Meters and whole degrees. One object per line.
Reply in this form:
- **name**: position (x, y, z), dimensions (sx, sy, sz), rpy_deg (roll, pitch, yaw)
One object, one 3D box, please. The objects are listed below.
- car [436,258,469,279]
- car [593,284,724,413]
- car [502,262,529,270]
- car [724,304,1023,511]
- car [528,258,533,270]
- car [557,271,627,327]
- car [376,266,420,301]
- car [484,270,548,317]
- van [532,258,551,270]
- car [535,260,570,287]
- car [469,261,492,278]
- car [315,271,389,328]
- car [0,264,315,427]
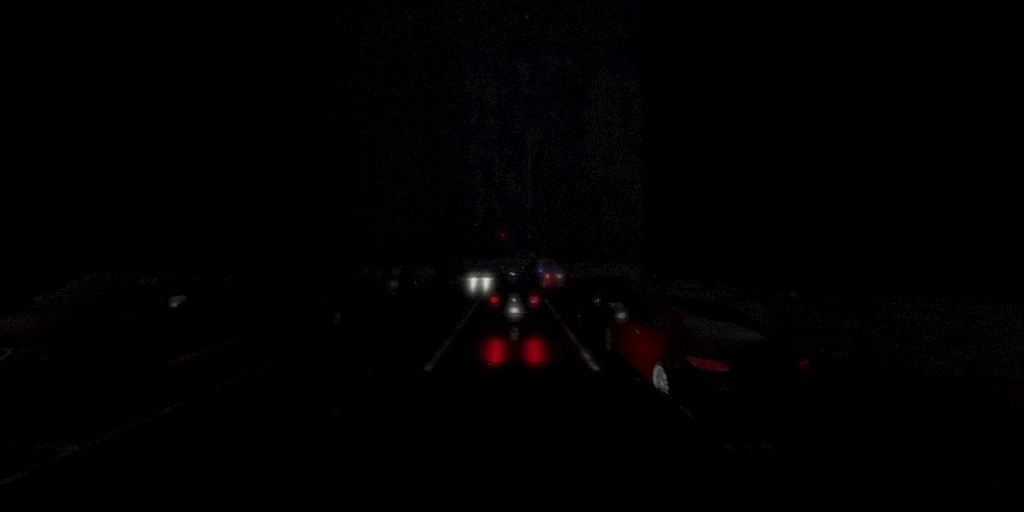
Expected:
- **car**: position (-5.751, 1.141, 33.891), dimensions (2.192, 1.841, 5.009), rpy_deg (0, 0, 0)
- **car**: position (2.764, 1.342, 5.881), dimensions (1.802, 1.307, 4.207), rpy_deg (0, 0, 0)
- **car**: position (0.095, 1.380, 29.849), dimensions (1.994, 1.385, 4.181), rpy_deg (0, 0, 0)
- **car**: position (2.762, 1.061, 0.280), dimensions (2.192, 1.841, 5.009), rpy_deg (0, 0, 0)
- **car**: position (2.774, 1.265, 33.889), dimensions (1.967, 1.591, 4.097), rpy_deg (0, 0, 0)
- **car**: position (2.766, 1.338, 11.483), dimensions (1.948, 1.339, 4.313), rpy_deg (0, 0, 0)
- **car**: position (-5.757, 1.226, 17.085), dimensions (1.967, 1.591, 4.097), rpy_deg (0, 0, 0)
- **car**: position (0.087, 1.378, 13.219), dimensions (1.895, 1.301, 4.718), rpy_deg (0, 0, 0)
- **van**: position (2.772, 1.153, 28.288), dimensions (1.690, 1.789, 3.998), rpy_deg (0, 0, 0)
- **car**: position (2.770, 1.239, 22.686), dimensions (1.967, 1.591, 4.097), rpy_deg (0, 0, 0)
- **car**: position (-3.075, 1.394, 35.438), dimensions (1.994, 1.385, 4.181), rpy_deg (0, 0, 0)
- **car**: position (-5.759, 1.339, 11.482), dimensions (1.948, 1.339, 4.313), rpy_deg (0, 0, 0)
- **car**: position (-5.761, 1.075, 5.881), dimensions (2.192, 1.841, 5.009), rpy_deg (0, 0, 0)
